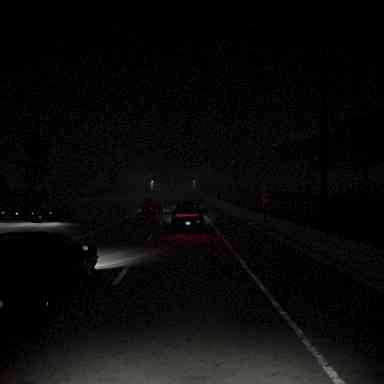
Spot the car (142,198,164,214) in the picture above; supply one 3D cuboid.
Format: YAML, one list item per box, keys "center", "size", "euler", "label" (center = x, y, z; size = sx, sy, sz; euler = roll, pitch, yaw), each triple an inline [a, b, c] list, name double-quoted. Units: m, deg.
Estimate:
- center: [-4.056, 1.418, 34.891]
  size: [1.882, 1.535, 5.008]
  euler: [0, 0, -1]
  label: "car"

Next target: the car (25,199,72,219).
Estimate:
- center: [-11.043, 1.541, 26.478]
  size: [1.812, 1.442, 4.674]
  euler: [0, 0, -1]
  label: "car"

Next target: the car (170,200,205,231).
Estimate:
- center: [-0.266, 1.449, 20.113]
  size: [2.128, 1.511, 4.902]
  euler: [0, 0, -1]
  label: "car"

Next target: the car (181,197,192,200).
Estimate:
- center: [-0.710, 1.392, 42.758]
  size: [1.812, 1.442, 4.674]
  euler: [0, 0, -1]
  label: "car"

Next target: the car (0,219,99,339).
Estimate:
- center: [-3.440, 1.554, 6.856]
  size: [2.033, 1.411, 5.357]
  euler: [0, 0, -2]
  label: "car"

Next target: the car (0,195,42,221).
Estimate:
- center: [-14.562, 1.255, 28.399]
  size: [2.150, 2.045, 5.566]
  euler: [0, 0, -1]
  label: "car"
